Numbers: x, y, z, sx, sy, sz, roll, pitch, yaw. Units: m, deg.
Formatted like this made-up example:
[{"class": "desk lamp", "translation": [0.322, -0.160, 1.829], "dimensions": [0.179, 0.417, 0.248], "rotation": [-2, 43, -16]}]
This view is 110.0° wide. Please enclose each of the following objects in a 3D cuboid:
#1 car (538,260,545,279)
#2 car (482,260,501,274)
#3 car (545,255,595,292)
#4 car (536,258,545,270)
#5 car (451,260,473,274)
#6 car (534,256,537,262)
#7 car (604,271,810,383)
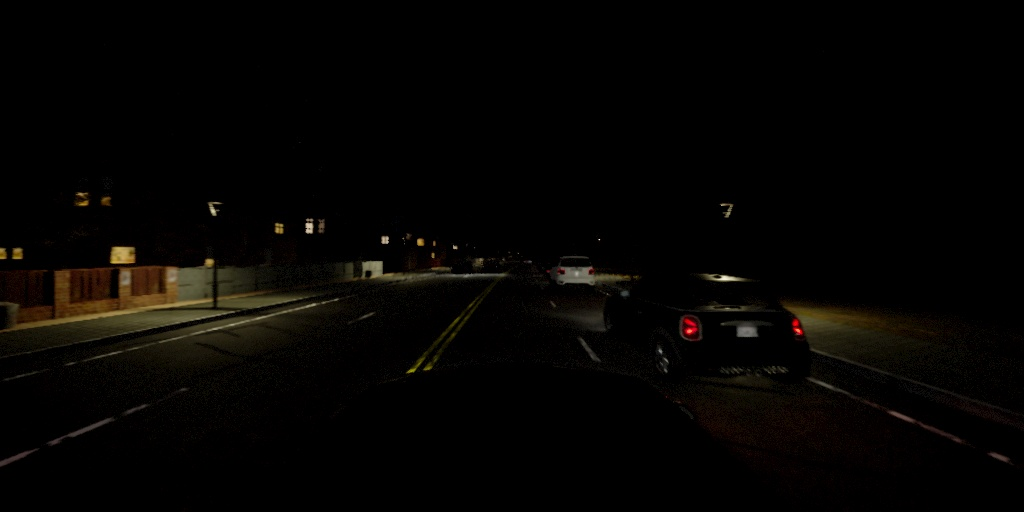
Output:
[{"class": "car", "translation": [3.745, 1.321, 32.380], "dimensions": [2.033, 1.411, 5.357], "rotation": [0, 0, 2]}, {"class": "car", "translation": [-2.398, 1.251, 42.903], "dimensions": [1.882, 1.535, 5.008], "rotation": [0, 0, 3]}, {"class": "car", "translation": [3.448, 0.988, 21.470], "dimensions": [2.150, 2.045, 5.566], "rotation": [0, 0, 1]}, {"class": "car", "translation": [4.176, 1.258, 43.316], "dimensions": [1.882, 1.535, 5.008], "rotation": [0, 0, 3]}, {"class": "car", "translation": [-5.730, 1.247, 41.357], "dimensions": [1.882, 1.535, 5.008], "rotation": [0, 0, 3]}, {"class": "car", "translation": [4.737, 1.141, 54.216], "dimensions": [2.097, 1.767, 4.553], "rotation": [0, 0, 3]}, {"class": "car", "translation": [3.375, 1.111, 7.284], "dimensions": [2.097, 1.767, 4.553], "rotation": [0, 0, 0]}]
